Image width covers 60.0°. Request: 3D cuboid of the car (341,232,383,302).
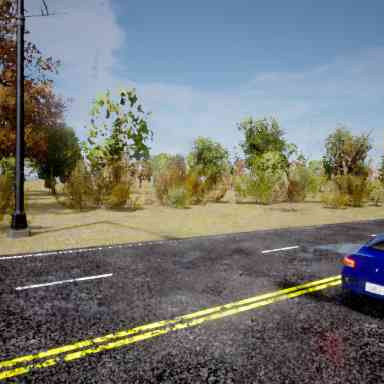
[{"bbox_3d":[4.943,1.453,6.894,4.674,1.442,1.812,0,2,-35],"label":"car"}]
